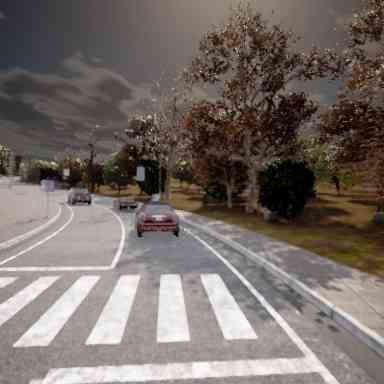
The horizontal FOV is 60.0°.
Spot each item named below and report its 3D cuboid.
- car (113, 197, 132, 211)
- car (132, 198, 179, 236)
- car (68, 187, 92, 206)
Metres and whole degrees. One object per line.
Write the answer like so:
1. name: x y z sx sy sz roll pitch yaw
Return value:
1. car: -7.098 1.211 35.011 1.895 1.301 4.718 1 1 -22
2. car: -2.013 1.289 18.101 2.097 1.767 4.553 0 0 -11
3. car: -13.708 0.507 40.645 2.150 2.045 5.566 1 2 -27
